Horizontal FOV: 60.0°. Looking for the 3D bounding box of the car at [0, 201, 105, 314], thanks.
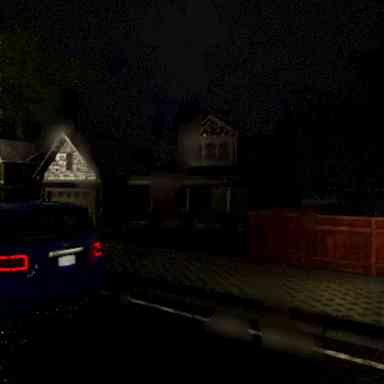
[{"bbox_3d":[-4.232,1.216,7.004,5.566,2.045,2.150,0,0,35],"label":"car"}]
